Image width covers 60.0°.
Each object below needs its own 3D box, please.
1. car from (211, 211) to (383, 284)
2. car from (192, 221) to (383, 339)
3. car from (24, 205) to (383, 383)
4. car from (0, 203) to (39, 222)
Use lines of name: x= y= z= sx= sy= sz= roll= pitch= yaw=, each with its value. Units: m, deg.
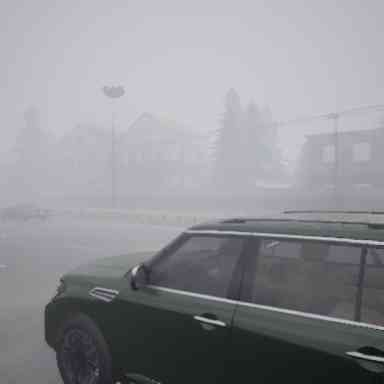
car: x=3.210 y=1.477 z=10.302 sx=5.008 sy=1.535 sz=1.882 roll=0 pitch=0 yaw=36
car: x=2.523 y=1.504 z=6.490 sx=4.892 sy=1.490 sz=1.837 roll=0 pitch=0 yaw=36
car: x=0.829 y=1.221 z=3.401 sx=5.566 sy=2.045 sz=2.150 roll=0 pitch=0 yaw=36
car: x=-13.331 y=1.549 z=26.412 sx=5.357 sy=1.411 sz=2.033 roll=0 pitch=0 yaw=36
